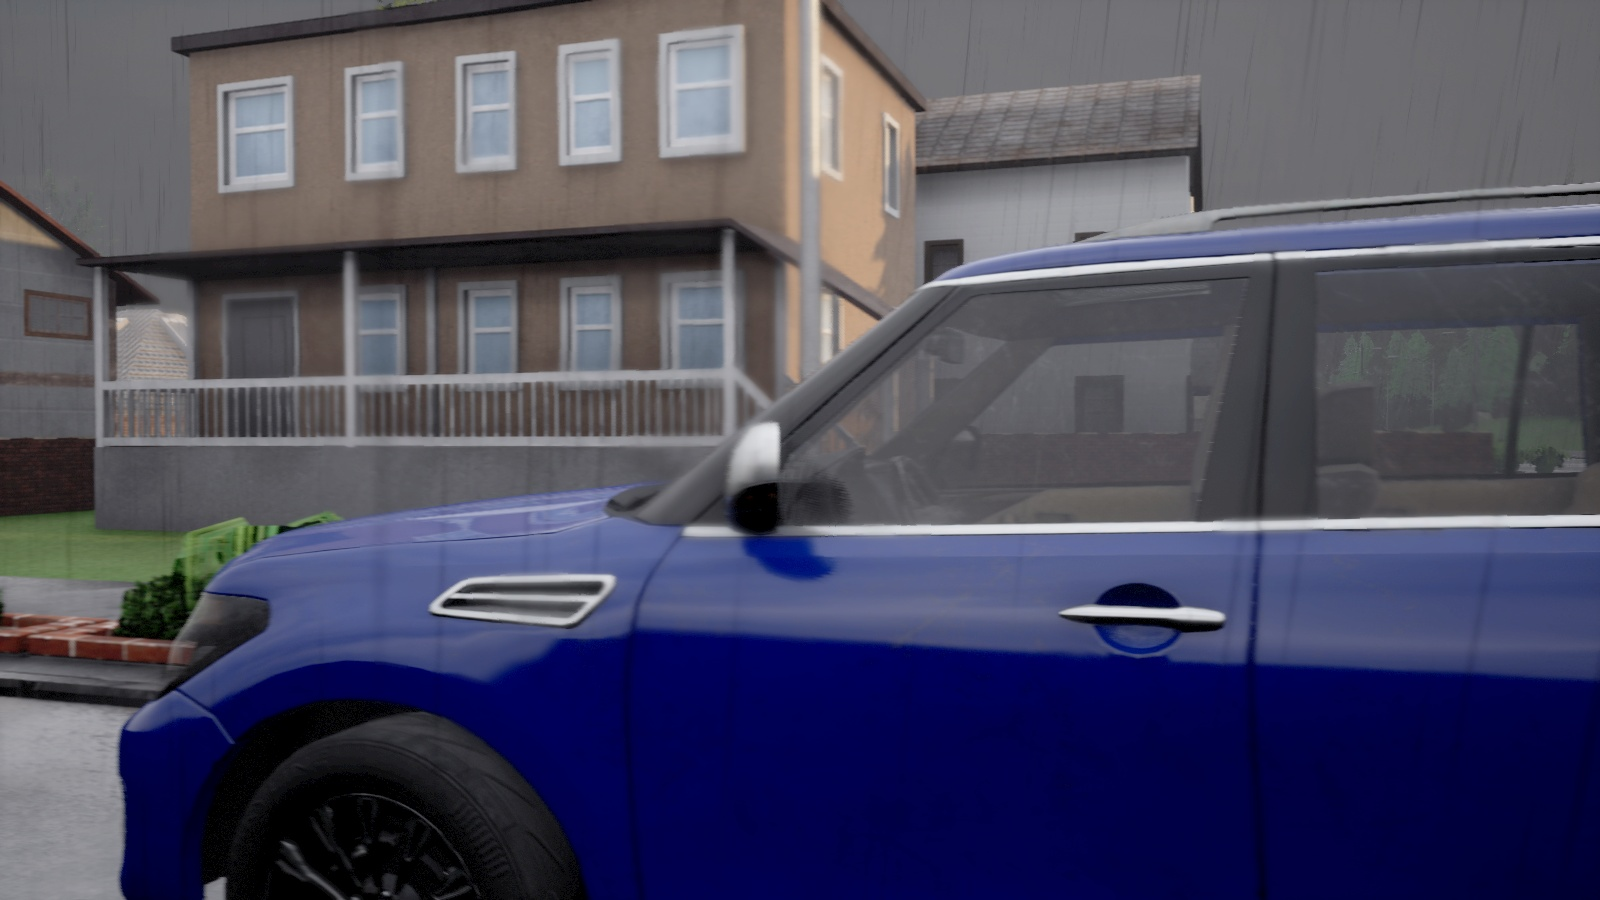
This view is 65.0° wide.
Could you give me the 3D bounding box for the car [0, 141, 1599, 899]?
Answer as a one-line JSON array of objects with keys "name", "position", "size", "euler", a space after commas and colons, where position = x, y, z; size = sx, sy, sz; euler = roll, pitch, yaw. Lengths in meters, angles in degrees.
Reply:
[{"name": "car", "position": [0.907, 0.496, 3.316], "size": [5.566, 2.045, 2.150], "euler": [0, 1, 17]}]
